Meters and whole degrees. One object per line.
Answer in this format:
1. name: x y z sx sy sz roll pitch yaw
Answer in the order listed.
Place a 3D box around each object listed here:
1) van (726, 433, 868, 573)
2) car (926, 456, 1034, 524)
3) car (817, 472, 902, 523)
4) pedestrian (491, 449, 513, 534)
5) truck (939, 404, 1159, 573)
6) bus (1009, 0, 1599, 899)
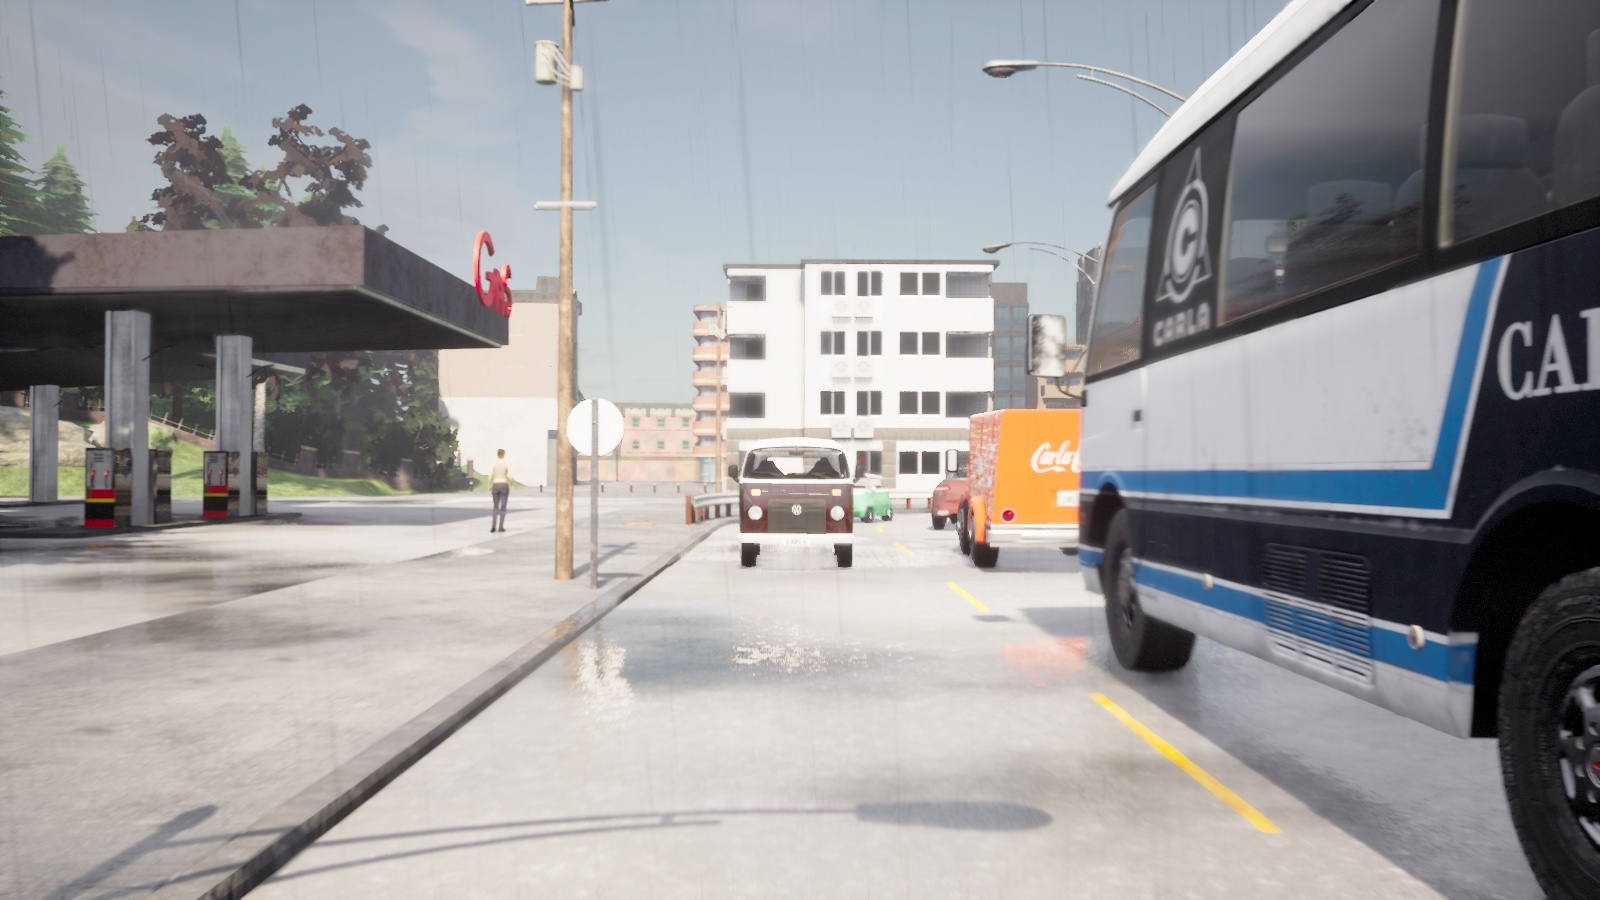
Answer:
1. van: -0.050 0.802 20.616 2.069 2.038 4.480 0 -1 0
2. car: 4.814 1.000 32.890 2.152 1.651 5.027 -1 -1 16
3. car: 1.694 1.323 35.423 1.481 1.376 2.207 -1 -1 32
4. pedestrian: -6.539 0.910 27.552 0.345 1.836 0.594 0 -1 -2
5. truck: 3.948 0.587 21.034 2.627 2.467 5.204 0 0 0
6. bus: 3.979 -0.495 6.748 3.944 4.253 10.273 0 -1 0
